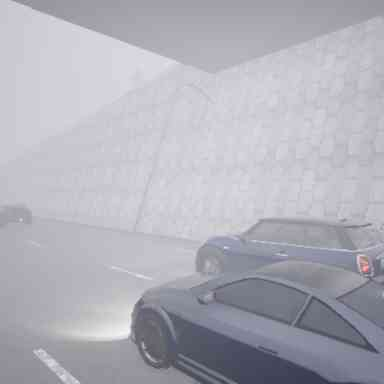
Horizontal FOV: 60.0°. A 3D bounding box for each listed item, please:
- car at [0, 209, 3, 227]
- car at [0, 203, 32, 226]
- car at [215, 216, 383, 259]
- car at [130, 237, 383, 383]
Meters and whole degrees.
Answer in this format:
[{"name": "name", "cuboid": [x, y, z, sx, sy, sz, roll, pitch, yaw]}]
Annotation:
[{"name": "car", "cuboid": [-11.463, 1.601, 16.861, 1.895, 1.301, 4.718, 0, 0, -44]}, {"name": "car", "cuboid": [-12.738, 1.505, 23.176, 1.837, 1.490, 4.892, 0, 0, -44]}, {"name": "car", "cuboid": [2.187, 1.354, 7.887, 2.097, 1.767, 4.553, 0, 0, -44]}, {"name": "car", "cuboid": [1.061, 1.563, 4.034, 1.994, 1.385, 4.181, 0, 0, -44]}]
